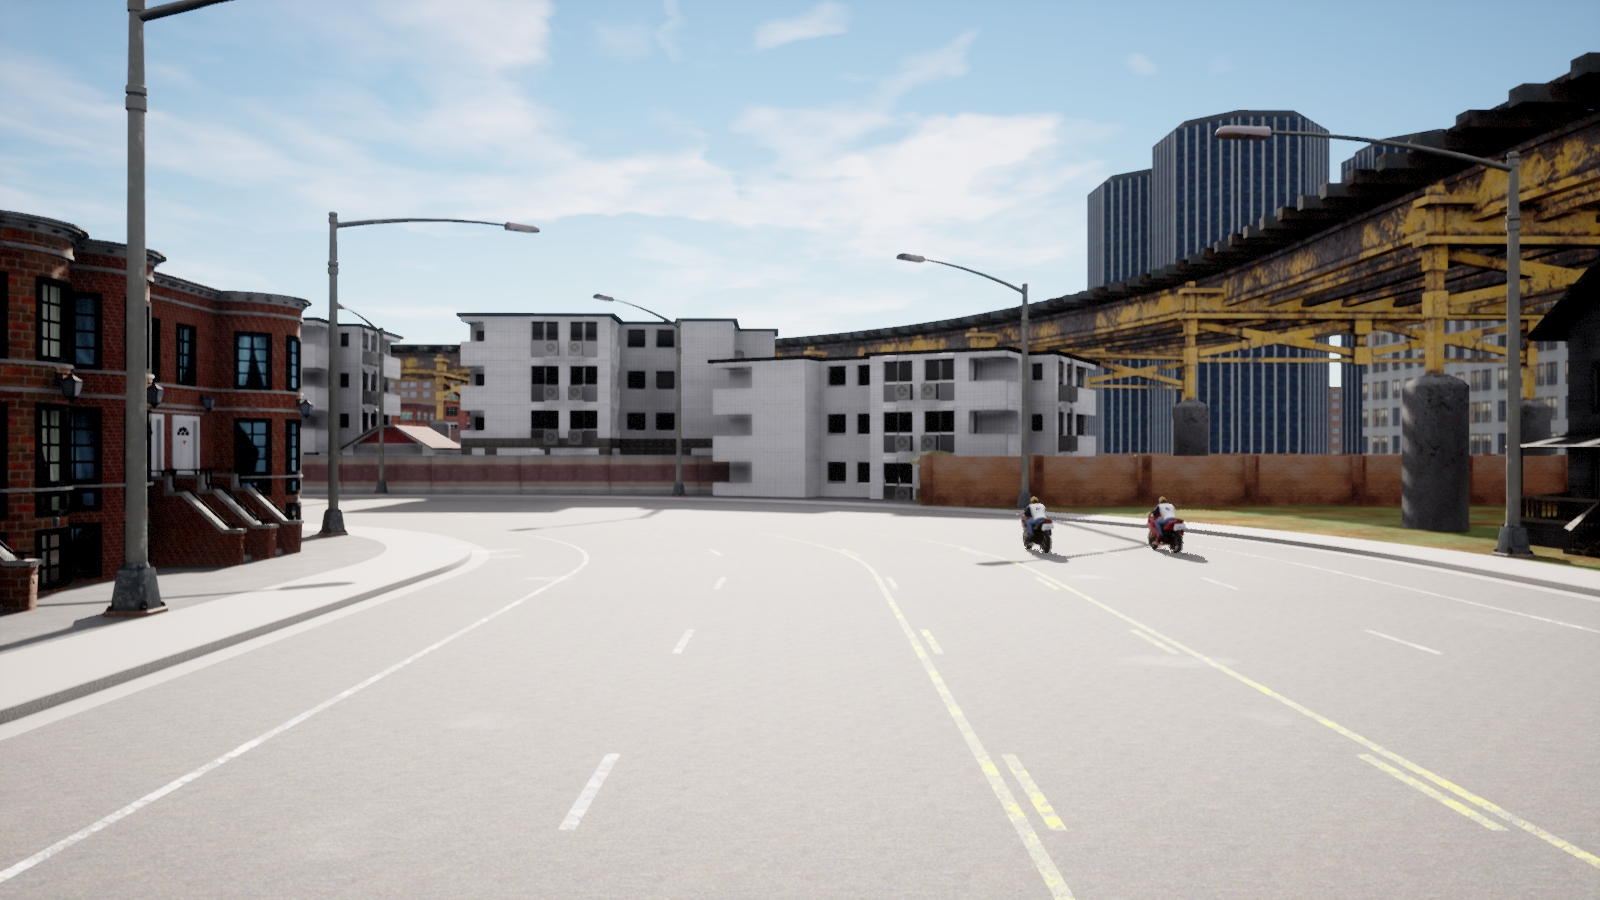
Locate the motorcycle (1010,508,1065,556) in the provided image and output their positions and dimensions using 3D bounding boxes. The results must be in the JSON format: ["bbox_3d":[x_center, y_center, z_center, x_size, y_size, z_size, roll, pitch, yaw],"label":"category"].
[{"bbox_3d":[6.488,2.223,31.342,0.803,1.145,2.033,-1,0,-8],"label":"motorcycle"}]

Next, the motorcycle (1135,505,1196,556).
[{"bbox_3d":[10.006,2.184,31.343,0.803,1.224,2.033,-1,0,-7],"label":"motorcycle"}]
